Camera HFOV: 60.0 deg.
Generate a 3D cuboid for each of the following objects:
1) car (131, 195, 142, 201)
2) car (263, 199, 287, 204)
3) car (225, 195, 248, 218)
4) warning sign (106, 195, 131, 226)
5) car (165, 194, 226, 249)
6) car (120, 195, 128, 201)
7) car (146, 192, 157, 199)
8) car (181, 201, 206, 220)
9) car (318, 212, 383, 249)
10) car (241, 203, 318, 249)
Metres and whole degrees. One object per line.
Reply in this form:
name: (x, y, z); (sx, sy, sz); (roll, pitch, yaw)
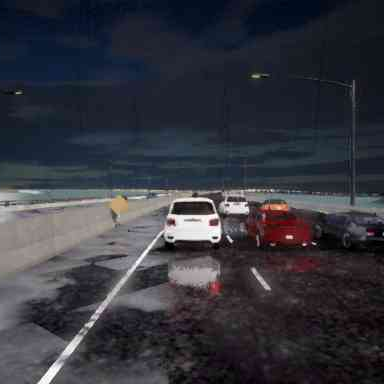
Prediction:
car: (-12.900, 1.404, 77.892); (1.812, 1.442, 4.674); (0, 0, 2)
car: (7.161, 1.358, 29.406); (2.097, 1.767, 4.553); (0, 0, 1)
car: (3.662, 1.250, 29.503); (2.150, 2.045, 5.566); (0, 0, 1)
warning sign: (-4.478, 1.112, 20.456); (1.300, 1.860, 1.060); (0, 0, 0)
car: (0.041, 1.257, 14.570); (2.150, 2.045, 5.566); (0, 0, 0)
car: (-16.398, 1.420, 77.994); (2.033, 1.411, 5.357); (0, 0, 2)
car: (-9.402, 1.104, 77.760); (2.150, 2.045, 5.566); (0, 0, 2)
car: (0.162, 1.555, 29.511); (2.033, 1.411, 5.357); (0, 0, 1)
car: (7.040, 1.562, 14.502); (2.033, 1.411, 5.357); (0, 0, 0)
car: (3.540, 1.484, 14.521); (1.882, 1.535, 5.008); (0, 0, 0)
